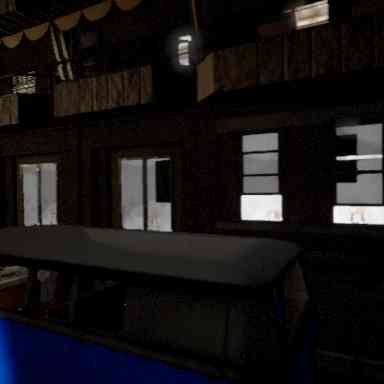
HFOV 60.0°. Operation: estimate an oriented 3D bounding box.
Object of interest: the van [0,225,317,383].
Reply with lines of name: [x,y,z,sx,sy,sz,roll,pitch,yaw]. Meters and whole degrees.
van: [-0.833,1.283,3.256,3.998,1.788,1.690,0,1,28]
